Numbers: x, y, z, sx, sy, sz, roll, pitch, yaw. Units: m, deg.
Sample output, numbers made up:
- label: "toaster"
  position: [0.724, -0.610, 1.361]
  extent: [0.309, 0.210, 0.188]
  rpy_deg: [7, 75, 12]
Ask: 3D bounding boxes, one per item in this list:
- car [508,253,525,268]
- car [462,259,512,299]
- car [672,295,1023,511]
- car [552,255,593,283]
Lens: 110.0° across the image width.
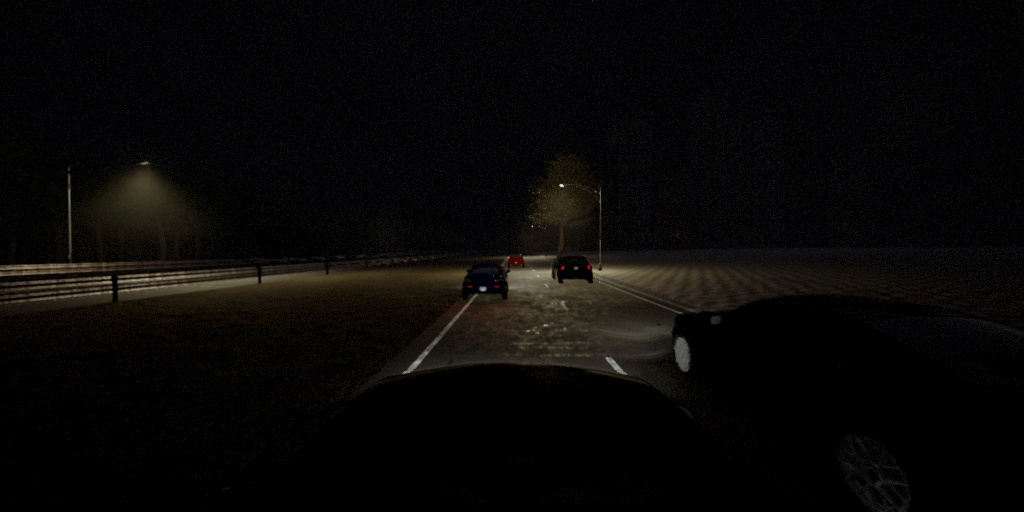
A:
- label: "car"
  position: [0.513, 0.543, 42.251]
  extent: [1.882, 1.535, 5.008]
  rpy_deg: [0, 1, 1]
- label: "car"
  position: [-1.073, 1.025, 15.863]
  extent: [1.812, 1.442, 4.674]
  rpy_deg: [0, 1, 1]
- label: "car"
  position: [3.622, 1.185, 4.088]
  extent: [1.882, 1.535, 5.008]
  rpy_deg: [0, 1, 1]
- label: "car"
  position: [3.837, 0.724, 23.414]
  extent: [2.097, 1.767, 4.553]
  rpy_deg: [0, 1, 1]
